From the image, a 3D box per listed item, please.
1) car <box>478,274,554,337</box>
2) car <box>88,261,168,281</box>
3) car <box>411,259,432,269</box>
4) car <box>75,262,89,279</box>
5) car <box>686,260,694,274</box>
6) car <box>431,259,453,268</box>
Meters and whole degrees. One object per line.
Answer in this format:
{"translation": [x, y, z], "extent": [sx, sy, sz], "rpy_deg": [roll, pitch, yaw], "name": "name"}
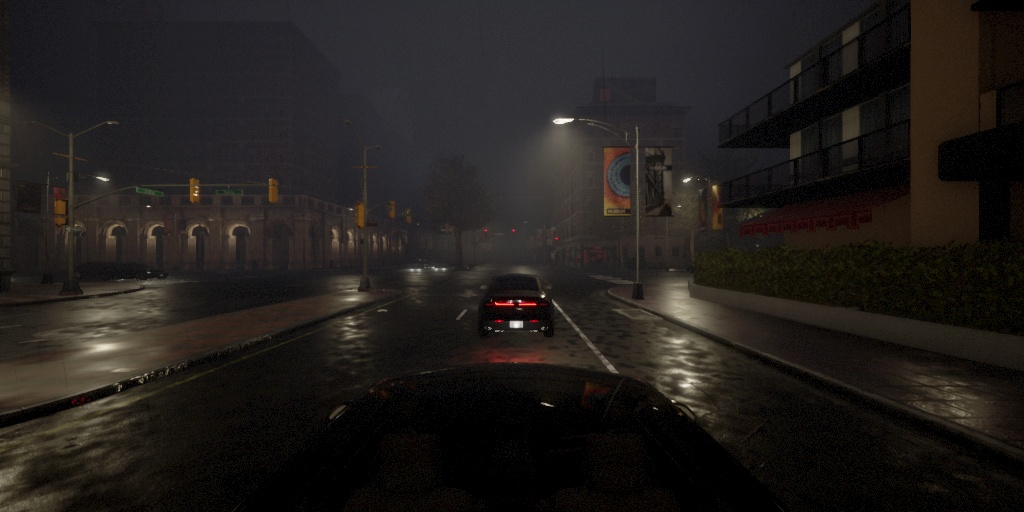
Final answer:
{"translation": [0.109, 1.255, 10.304], "extent": [1.837, 1.490, 4.892], "rpy_deg": [0, 0, 0], "name": "car"}
{"translation": [-30.635, 1.276, 28.955], "extent": [4.674, 1.442, 1.812], "rpy_deg": [0, 0, 0], "name": "car"}
{"translation": [-14.862, 1.241, 57.928], "extent": [2.128, 1.511, 4.902], "rpy_deg": [0, 0, 0], "name": "car"}
{"translation": [-36.677, 1.228, 32.351], "extent": [5.008, 1.535, 1.882], "rpy_deg": [0, 0, 0], "name": "car"}
{"translation": [21.863, 1.351, 39.565], "extent": [4.718, 1.301, 1.895], "rpy_deg": [0, 0, 0], "name": "car"}
{"translation": [-11.357, 1.314, 58.700], "extent": [1.994, 1.385, 4.181], "rpy_deg": [0, 0, 0], "name": "car"}
